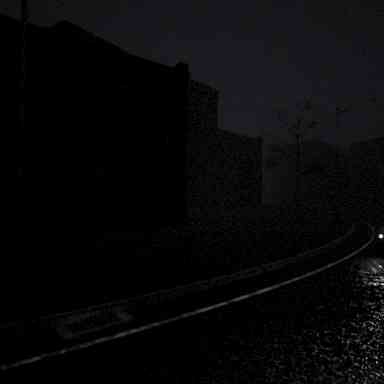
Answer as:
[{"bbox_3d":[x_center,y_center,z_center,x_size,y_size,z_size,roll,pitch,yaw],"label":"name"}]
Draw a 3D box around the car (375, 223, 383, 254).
[{"bbox_3d":[8.245,1.580,12.627,1.895,1.301,4.718,0,0,36],"label":"car"}]
